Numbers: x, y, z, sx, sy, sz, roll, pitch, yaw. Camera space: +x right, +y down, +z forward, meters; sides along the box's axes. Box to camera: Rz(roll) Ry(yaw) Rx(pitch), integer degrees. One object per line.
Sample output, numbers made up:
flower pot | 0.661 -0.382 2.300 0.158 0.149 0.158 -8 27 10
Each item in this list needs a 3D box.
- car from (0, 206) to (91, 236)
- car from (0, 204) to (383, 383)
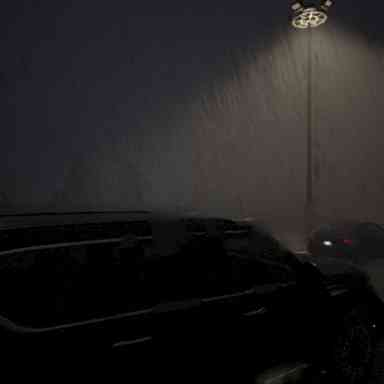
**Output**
car | -8.809 1.588 19.203 5.357 1.411 2.033 1 0 -35
car | -0.152 1.243 3.639 5.566 2.045 2.150 0 0 -35
